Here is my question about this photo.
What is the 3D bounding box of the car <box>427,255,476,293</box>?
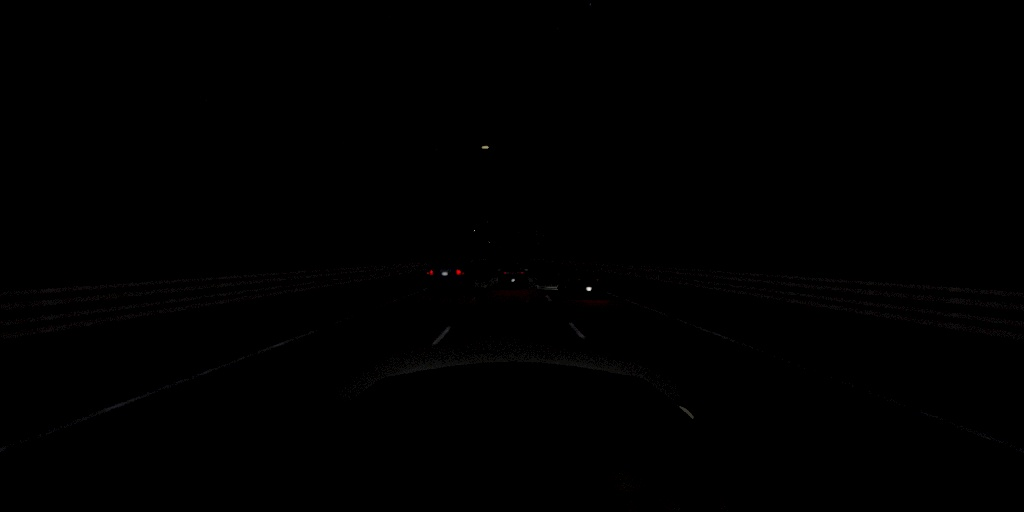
[{"bbox_3d":[-3.422,0.992,20.931,2.150,2.045,5.566,0,0,0],"label":"car"}]

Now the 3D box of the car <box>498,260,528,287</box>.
[{"bbox_3d":[0.075,1.267,24.279,2.128,1.511,4.902,0,0,0],"label":"car"}]

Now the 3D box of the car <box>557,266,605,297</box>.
[{"bbox_3d":[3.584,1.275,19.116,1.837,1.490,4.892,0,0,0],"label":"car"}]
